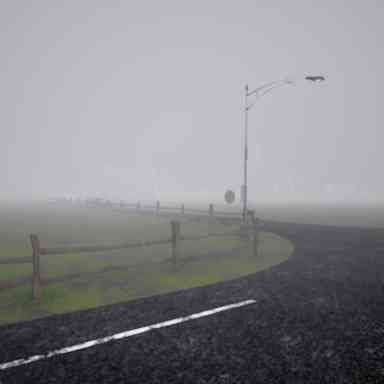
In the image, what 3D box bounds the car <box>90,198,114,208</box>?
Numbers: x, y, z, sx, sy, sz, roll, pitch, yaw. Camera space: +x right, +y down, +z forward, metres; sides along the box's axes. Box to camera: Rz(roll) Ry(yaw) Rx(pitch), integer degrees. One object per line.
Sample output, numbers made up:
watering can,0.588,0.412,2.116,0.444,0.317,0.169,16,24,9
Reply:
car,-12.718,1.533,46.630,2.033,1.411,5.357,1,-1,-35
